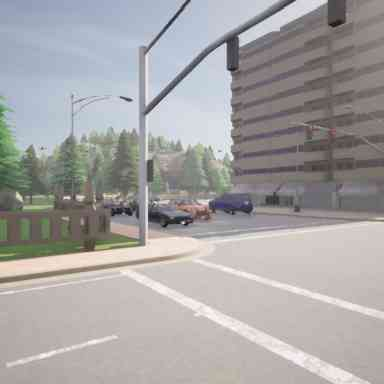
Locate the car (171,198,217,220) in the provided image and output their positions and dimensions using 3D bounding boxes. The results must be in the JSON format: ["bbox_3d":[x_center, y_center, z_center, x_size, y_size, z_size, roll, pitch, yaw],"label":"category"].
[{"bbox_3d":[-0.378,1.296,26.457,2.097,1.767,4.553,0,0,-32],"label":"car"}]

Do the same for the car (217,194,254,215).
[{"bbox_3d":[3.727,1.165,32.915,2.150,2.045,5.566,0,0,-29],"label":"car"}]

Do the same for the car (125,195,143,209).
[{"bbox_3d":[-7.819,1.297,44.906,2.097,1.767,4.553,0,0,-7],"label":"car"}]

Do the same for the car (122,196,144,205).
[{"bbox_3d":[-10.685,1.491,60.970,2.033,1.411,5.357,0,0,14],"label":"car"}]

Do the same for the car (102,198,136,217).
[{"bbox_3d":[-6.910,1.545,30.707,1.895,1.301,4.718,0,0,-27],"label":"car"}]

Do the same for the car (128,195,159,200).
[{"bbox_3d":[-5.342,1.422,35.530,1.882,1.535,5.008,0,0,-21],"label":"car"}]

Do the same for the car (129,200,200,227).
[{"bbox_3d":[-2.023,1.492,22.453,2.033,1.411,5.357,0,0,-34],"label":"car"}]
